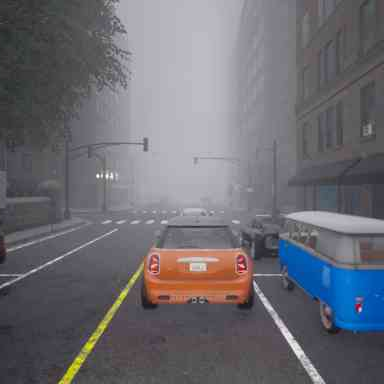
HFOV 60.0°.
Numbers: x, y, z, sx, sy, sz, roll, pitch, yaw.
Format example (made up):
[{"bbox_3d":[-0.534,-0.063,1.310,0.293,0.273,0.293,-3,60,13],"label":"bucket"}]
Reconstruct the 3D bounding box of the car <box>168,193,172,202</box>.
[{"bbox_3d":[-5.666,1.514,66.482,1.887,1.381,4.507,0,0,0],"label":"car"}]

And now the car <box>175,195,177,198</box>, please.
[{"bbox_3d":[-5.666,1.289,82.835,2.192,1.841,5.009,0,0,0],"label":"car"}]

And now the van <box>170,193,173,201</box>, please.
[{"bbox_3d":[-5.666,1.311,71.933,1.690,1.788,3.998,0,0,0],"label":"van"}]

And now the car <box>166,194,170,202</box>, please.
[{"bbox_3d":[-5.666,1.514,61.032,1.887,1.381,4.507,0,0,0],"label":"car"}]

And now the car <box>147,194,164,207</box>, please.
[{"bbox_3d":[-5.667,1.497,49.960,1.752,1.417,4.829,0,0,0],"label":"car"}]

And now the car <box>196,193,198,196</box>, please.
[{"bbox_3d":[2.860,1.506,93.930,1.752,1.417,4.829,0,0,0],"label":"car"}]

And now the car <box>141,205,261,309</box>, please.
[{"bbox_3d":[0.103,1.351,8.035,2.097,1.767,4.553,0,0,0],"label":"car"}]

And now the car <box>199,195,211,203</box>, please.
[{"bbox_3d":[2.858,1.409,66.518,1.967,1.590,4.097,0,0,0],"label":"car"}]

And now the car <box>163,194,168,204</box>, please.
[{"bbox_3d":[-5.666,1.521,55.580,2.008,1.369,4.403,0,0,0],"label":"car"}]

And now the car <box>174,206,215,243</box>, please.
[{"bbox_3d":[0.102,1.520,17.036,1.812,1.442,4.674,0,0,0],"label":"car"}]

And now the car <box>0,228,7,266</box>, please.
[{"bbox_3d":[-5.668,1.314,6.441,2.192,1.841,5.009,0,0,0],"label":"car"}]

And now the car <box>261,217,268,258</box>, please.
[{"bbox_3d":[2.857,1.563,12.141,1.947,1.339,4.313,0,0,0],"label":"car"}]

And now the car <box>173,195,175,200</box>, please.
[{"bbox_3d":[-5.666,1.522,77.384,2.008,1.369,4.403,0,0,0],"label":"car"}]

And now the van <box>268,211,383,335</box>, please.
[{"bbox_3d":[2.856,1.340,6.481,1.690,1.788,3.998,0,0,0],"label":"van"}]
